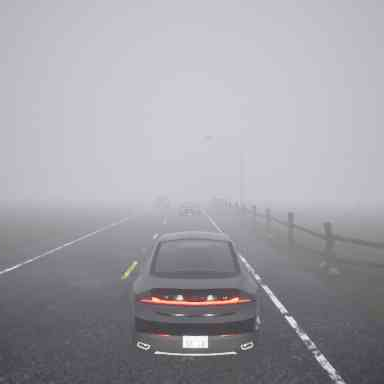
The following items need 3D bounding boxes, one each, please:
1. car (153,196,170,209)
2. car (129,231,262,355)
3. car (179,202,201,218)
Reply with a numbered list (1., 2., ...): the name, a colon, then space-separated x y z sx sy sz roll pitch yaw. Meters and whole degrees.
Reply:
1. car: -4.098 1.325 45.316 2.097 1.767 4.553 0 0 0
2. car: 0.049 1.505 6.312 1.837 1.490 4.892 0 0 0
3. car: -0.209 1.590 30.292 1.895 1.301 4.718 0 0 -1
